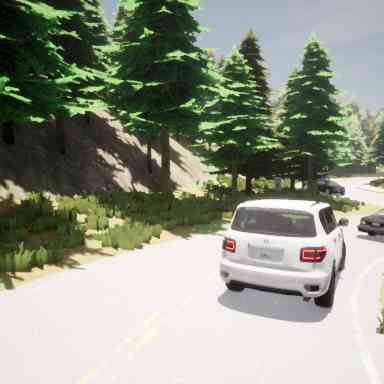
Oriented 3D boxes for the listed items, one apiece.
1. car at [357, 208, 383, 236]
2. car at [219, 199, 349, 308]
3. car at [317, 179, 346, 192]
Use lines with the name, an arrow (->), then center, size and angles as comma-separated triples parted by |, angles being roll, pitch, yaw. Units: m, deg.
car -> 10.134, 1.412, 15.820 | 5.357, 1.411, 2.033 | -1, 5, -32
car -> 2.551, 1.199, 8.370 | 2.150, 2.045, 5.566 | 3, 2, 27
car -> 16.076, -0.557, 38.922 | 1.882, 1.535, 5.008 | -1, 5, -2
